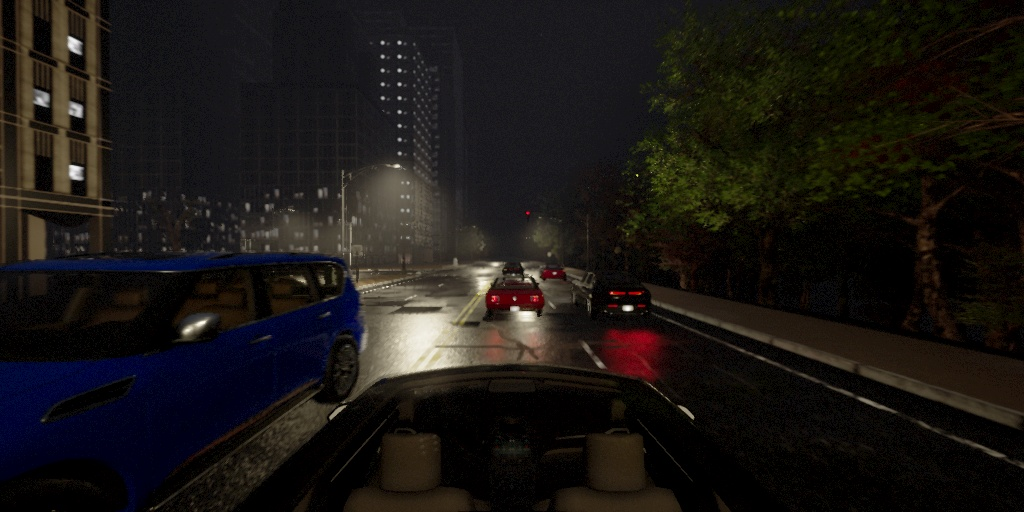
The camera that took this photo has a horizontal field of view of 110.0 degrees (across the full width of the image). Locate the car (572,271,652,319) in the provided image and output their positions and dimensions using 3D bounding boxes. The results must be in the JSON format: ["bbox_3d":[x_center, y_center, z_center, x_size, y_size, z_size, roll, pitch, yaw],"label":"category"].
[{"bbox_3d":[3.343,1.259,12.761,1.837,1.490,4.892,0,0,0],"label":"car"}]

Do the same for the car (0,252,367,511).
[{"bbox_3d":[-3.336,0.971,3.384,2.150,2.045,5.566,0,0,0],"label":"car"}]

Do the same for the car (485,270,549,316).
[{"bbox_3d":[0.095,1.354,13.297,1.895,1.301,4.718,0,0,0],"label":"car"}]

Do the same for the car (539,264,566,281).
[{"bbox_3d":[3.351,1.323,30.092,1.994,1.385,4.181,0,0,0],"label":"car"}]

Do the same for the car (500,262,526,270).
[{"bbox_3d":[0.101,1.262,30.436,1.837,1.490,4.892,0,-1,0],"label":"car"}]
